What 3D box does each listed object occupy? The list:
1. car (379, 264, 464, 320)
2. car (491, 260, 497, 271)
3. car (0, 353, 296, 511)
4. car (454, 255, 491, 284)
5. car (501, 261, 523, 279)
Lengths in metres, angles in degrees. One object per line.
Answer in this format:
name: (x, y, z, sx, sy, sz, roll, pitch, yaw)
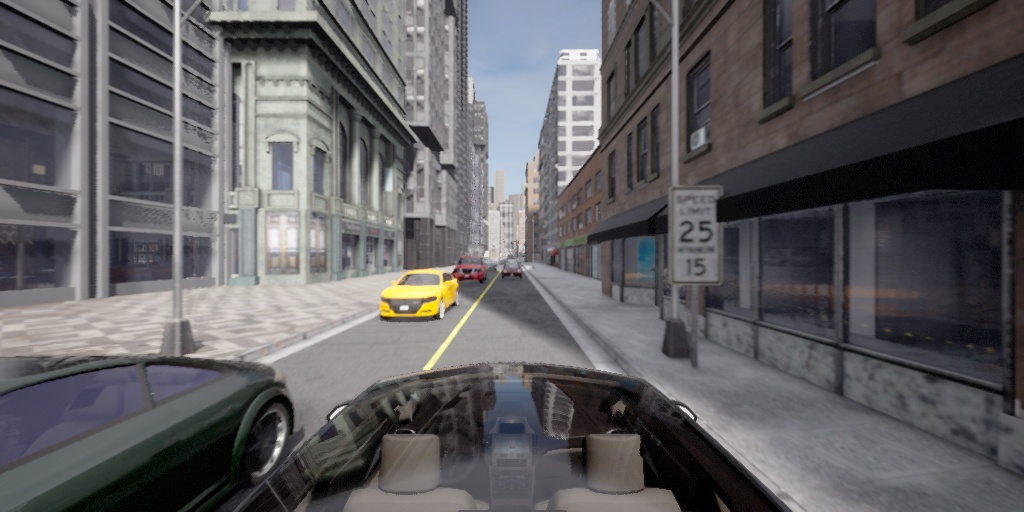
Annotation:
car: (-3.096, 1.227, 12.832, 1.882, 1.535, 5.008, 0, 0, 0)
car: (-3.001, 1.266, 48.730, 2.128, 1.511, 4.902, 0, 0, 0)
car: (-3.100, 1.314, 1.795, 1.994, 1.385, 4.181, 0, 0, 0)
car: (-3.078, 0.963, 27.362, 2.150, 2.045, 5.566, 0, 1, 0)
car: (0.003, 1.349, 32.850, 1.895, 1.301, 4.718, 0, 0, 0)
